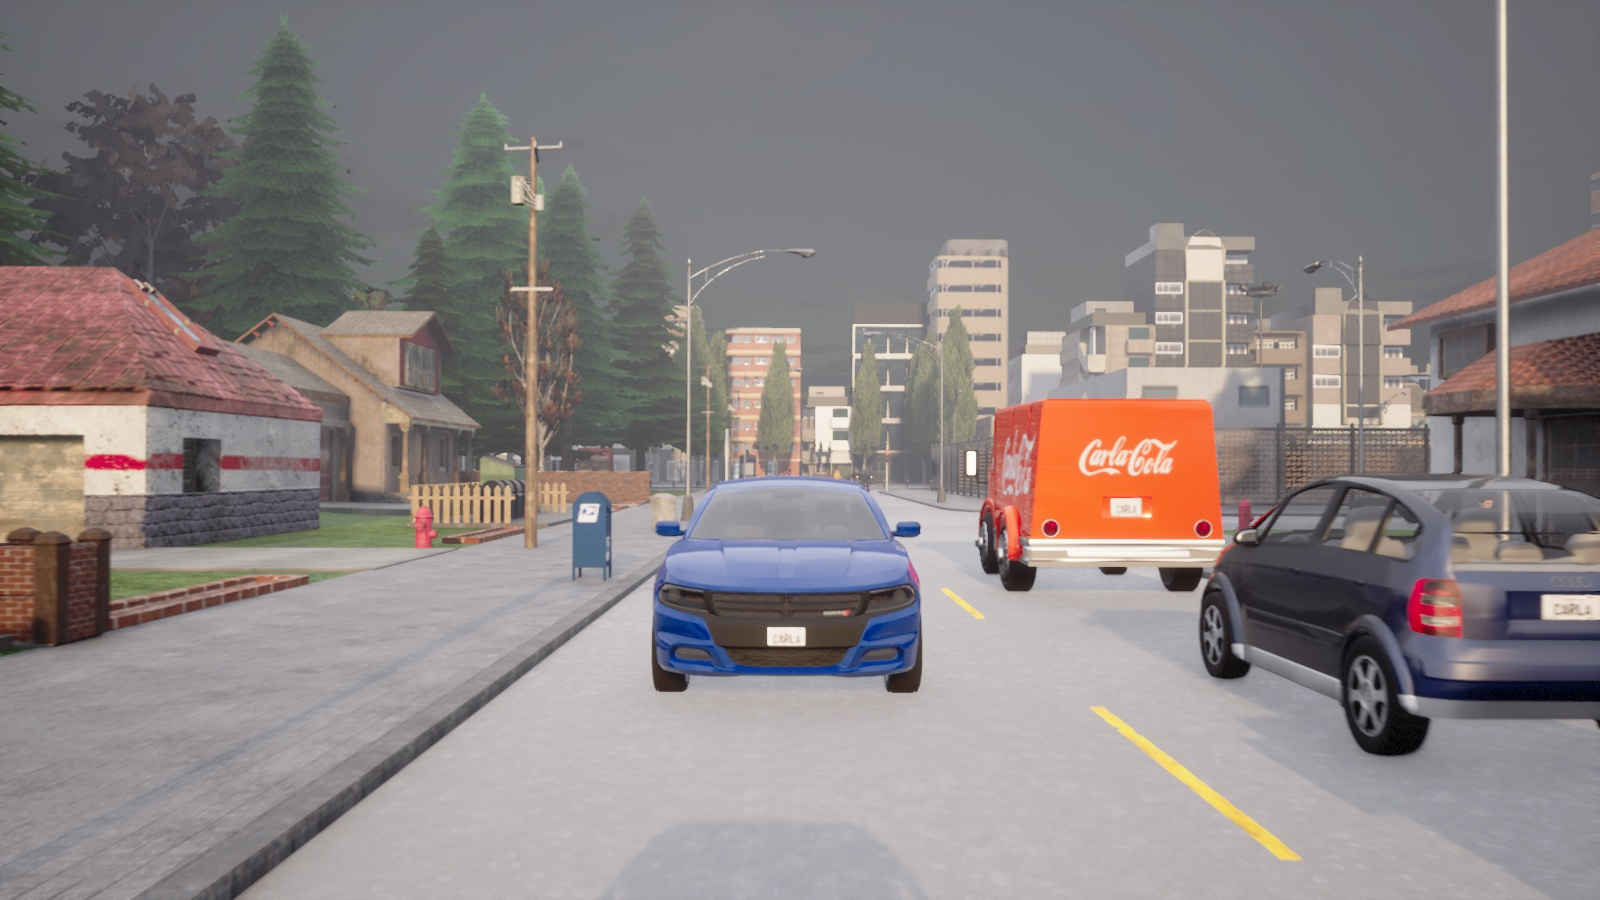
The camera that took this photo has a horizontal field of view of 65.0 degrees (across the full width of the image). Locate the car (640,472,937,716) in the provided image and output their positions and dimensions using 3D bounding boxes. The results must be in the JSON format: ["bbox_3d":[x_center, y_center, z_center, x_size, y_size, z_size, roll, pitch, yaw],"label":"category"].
[{"bbox_3d":[-0.086,0.959,10.483,1.882,1.535,5.008,0,-1,0],"label":"car"}]

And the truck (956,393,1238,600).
[{"bbox_3d":[3.871,0.592,17.590,2.627,2.467,5.204,0,-1,-1],"label":"truck"}]

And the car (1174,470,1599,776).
[{"bbox_3d":[3.932,0.909,8.268,1.789,1.549,3.705,0,-1,-1],"label":"car"}]
